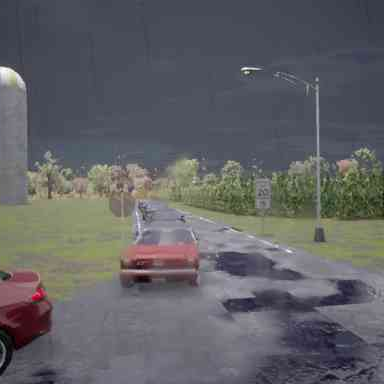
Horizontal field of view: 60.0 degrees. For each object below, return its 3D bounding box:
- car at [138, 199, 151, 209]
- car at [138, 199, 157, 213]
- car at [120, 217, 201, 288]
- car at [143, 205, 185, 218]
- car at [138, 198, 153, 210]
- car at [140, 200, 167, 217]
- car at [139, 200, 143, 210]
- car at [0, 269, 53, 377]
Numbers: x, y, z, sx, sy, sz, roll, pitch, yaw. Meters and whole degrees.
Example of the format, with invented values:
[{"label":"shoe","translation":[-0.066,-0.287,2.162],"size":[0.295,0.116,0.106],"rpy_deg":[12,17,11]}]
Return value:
[{"label":"car","translation":[-4.508,1.710,35.733],"size":[2.033,1.411,5.357],"rpy_deg":[-1,0,-10]},{"label":"car","translation":[-5.669,1.683,42.084],"size":[2.128,1.511,4.902],"rpy_deg":[-1,0,-10]},{"label":"car","translation":[-0.718,1.661,9.610],"size":[1.895,1.301,4.718],"rpy_deg":[-1,0,1]},{"label":"car","translation":[-1.385,1.649,17.803],"size":[1.994,1.385,4.181],"rpy_deg":[-1,0,-10]},{"label":"car","translation":[-6.801,1.696,48.168],"size":[1.882,1.535,5.008],"rpy_deg":[-1,0,-11]},{"label":"car","translation":[-2.344,1.601,23.448],"size":[2.128,1.511,4.902],"rpy_deg":[-1,0,-10]},{"label":"car","translation":[-3.464,1.701,29.869],"size":[1.994,1.385,4.181],"rpy_deg":[-1,0,-10]},{"label":"car","translation":[-3.931,1.534,3.488],"size":[1.812,1.442,4.674],"rpy_deg":[0,0,44]}]
